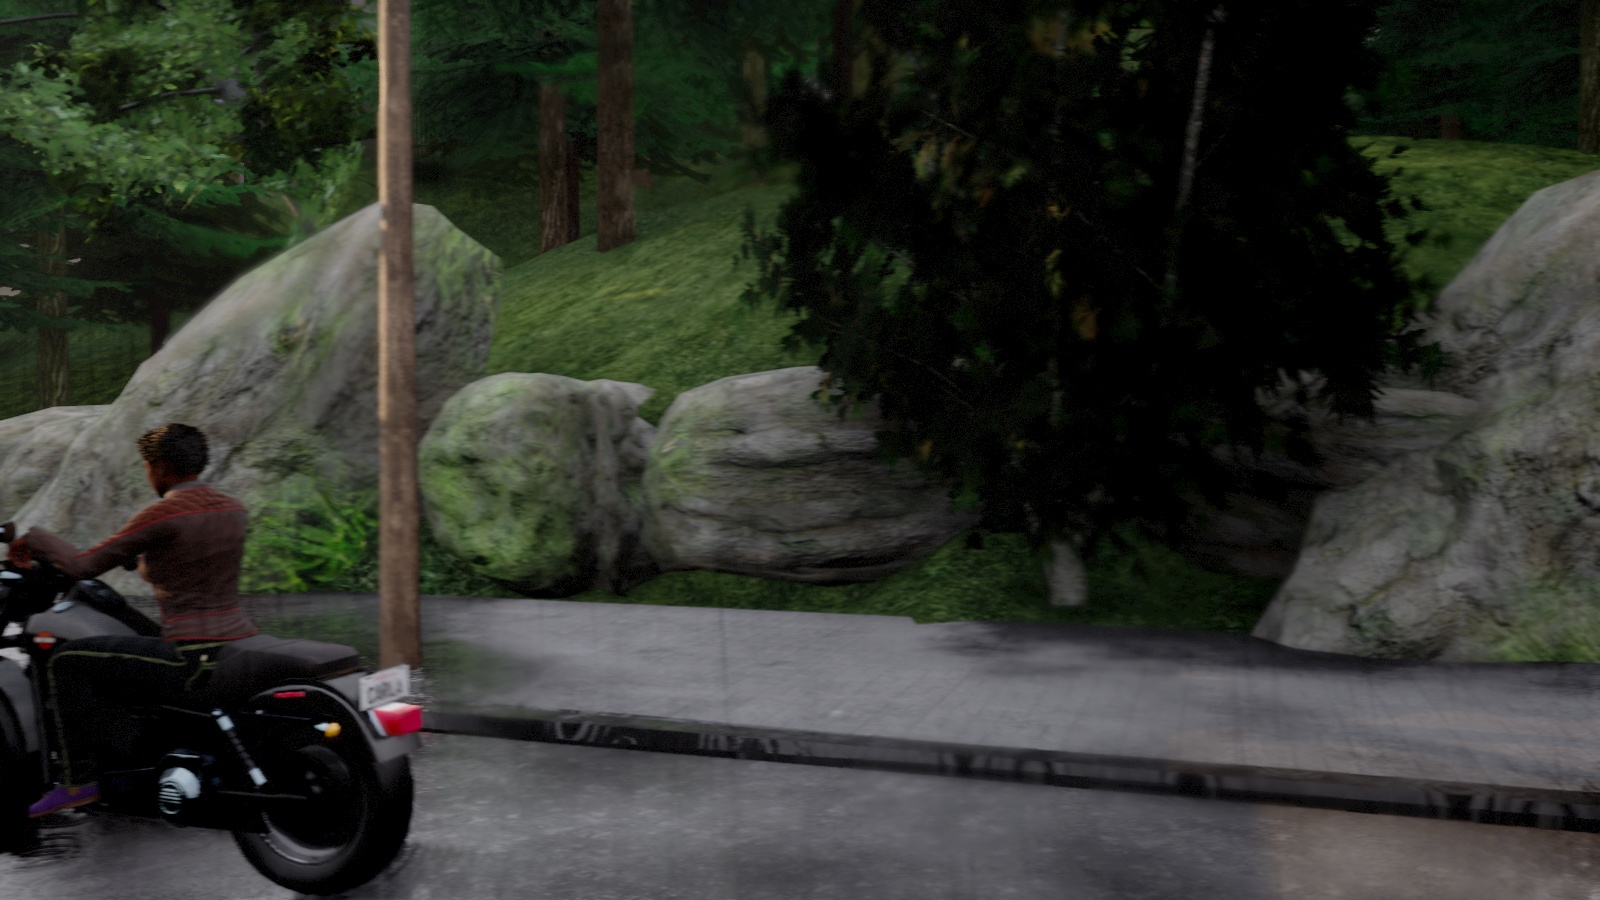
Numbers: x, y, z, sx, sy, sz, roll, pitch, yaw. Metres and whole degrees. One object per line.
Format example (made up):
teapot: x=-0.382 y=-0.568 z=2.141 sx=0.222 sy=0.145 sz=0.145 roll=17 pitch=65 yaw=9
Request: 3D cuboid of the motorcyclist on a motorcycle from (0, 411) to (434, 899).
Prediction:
motorcyclist on a motorcycle: x=-2.570 y=0.694 z=4.582 sx=2.350 sy=1.649 sz=0.766 roll=0 pitch=1 yaw=19
